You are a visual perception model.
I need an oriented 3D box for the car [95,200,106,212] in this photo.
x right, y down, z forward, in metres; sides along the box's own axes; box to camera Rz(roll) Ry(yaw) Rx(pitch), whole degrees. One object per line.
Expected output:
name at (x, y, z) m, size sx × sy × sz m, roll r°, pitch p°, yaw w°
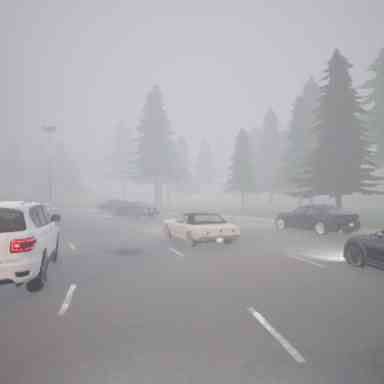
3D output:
car at (-8.817, 1.517, 37.224) m, size 4.892 × 1.490 × 1.837 m, roll 0°, pitch -1°, yaw 36°

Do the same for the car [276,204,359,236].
car at (6.612, 1.409, 18.075) m, size 1.882 × 1.535 × 5.008 m, roll 0°, pitch 0°, yaw -23°

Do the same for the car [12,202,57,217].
car at (-15.825, 1.666, 33.380) m, size 4.718 × 1.301 × 1.895 m, roll 0°, pitch 0°, yaw 32°

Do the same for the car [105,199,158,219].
car at (-5.088, 1.544, 29.245) m, size 2.033 × 1.411 × 5.357 m, roll 0°, pitch 0°, yaw -45°

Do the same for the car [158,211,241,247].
car at (0.202, 1.580, 15.011) m, size 1.895 × 1.301 × 4.718 m, roll 0°, pitch 0°, yaw -23°

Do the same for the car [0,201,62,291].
car at (-4.908, 1.243, 8.891) m, size 2.150 × 2.045 × 5.566 m, roll 0°, pitch 0°, yaw -17°

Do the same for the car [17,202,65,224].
car at (-11.744, 1.572, 25.745) m, size 4.674 × 1.442 × 1.812 m, roll 0°, pitch 0°, yaw 44°

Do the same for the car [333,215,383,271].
car at (5.926, 1.512, 8.662) m, size 1.994 × 1.385 × 4.181 m, roll 0°, pitch 0°, yaw -11°
